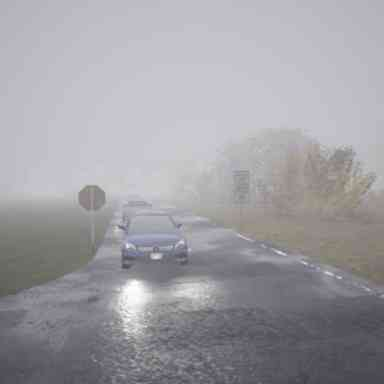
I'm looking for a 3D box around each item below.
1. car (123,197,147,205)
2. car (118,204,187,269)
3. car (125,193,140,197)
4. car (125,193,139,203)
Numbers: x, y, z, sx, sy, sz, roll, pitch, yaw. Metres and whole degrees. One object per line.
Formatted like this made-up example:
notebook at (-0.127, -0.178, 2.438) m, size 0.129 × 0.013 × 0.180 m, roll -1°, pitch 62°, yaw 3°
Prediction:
car at (-3.632, 1.261, 22.185) m, size 1.994 × 1.385 × 4.181 m, roll -1°, pitch 1°, yaw -11°
car at (-1.380, 1.370, 10.903) m, size 1.812 × 1.442 × 4.674 m, roll -1°, pitch 1°, yaw -11°
car at (-6.268, 1.008, 35.447) m, size 1.882 × 1.535 × 5.008 m, roll -1°, pitch 1°, yaw -11°
car at (-9.319, 0.890, 51.164) m, size 2.033 × 1.411 × 5.357 m, roll -1°, pitch 1°, yaw -11°
